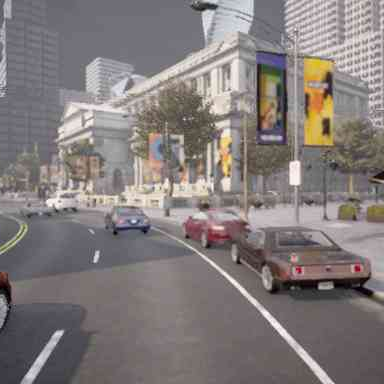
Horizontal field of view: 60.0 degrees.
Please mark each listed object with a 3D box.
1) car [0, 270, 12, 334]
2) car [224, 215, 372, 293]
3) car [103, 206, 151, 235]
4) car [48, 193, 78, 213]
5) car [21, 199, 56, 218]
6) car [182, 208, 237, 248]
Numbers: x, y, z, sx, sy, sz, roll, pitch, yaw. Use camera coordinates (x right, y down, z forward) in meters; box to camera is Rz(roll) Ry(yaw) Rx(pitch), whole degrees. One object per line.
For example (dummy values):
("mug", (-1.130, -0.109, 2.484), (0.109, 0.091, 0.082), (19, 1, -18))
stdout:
("car", (-3.779, 1.481, 3.512), (1.882, 1.535, 5.008), (0, 0, -4))
("car", (2.352, 1.525, 8.692), (1.895, 1.301, 4.718), (0, 0, -7))
("car", (-3.722, 1.459, 18.437), (2.033, 1.411, 5.357), (0, 0, -21))
("car", (-13.968, 1.099, 35.582), (2.150, 2.045, 5.566), (-1, 0, -36))
("car", (-13.787, 1.515, 29.337), (1.895, 1.301, 4.718), (-1, 0, -35))
("car", (0.944, 1.426, 14.247), (2.002, 1.452, 4.674), (0, 0, -17))
